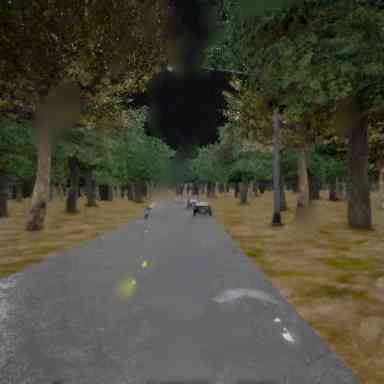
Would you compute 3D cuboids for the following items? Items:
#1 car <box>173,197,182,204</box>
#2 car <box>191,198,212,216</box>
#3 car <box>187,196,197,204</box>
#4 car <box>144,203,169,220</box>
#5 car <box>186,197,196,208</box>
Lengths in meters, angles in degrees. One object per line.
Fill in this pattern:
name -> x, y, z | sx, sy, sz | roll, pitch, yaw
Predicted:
car -> -2.976, 1.764, 70.306 | 1.837, 1.490, 4.892 | 0, 0, 0
car -> 1.061, 1.680, 34.801 | 1.882, 1.535, 5.008 | 0, 0, 0
car -> 0.034, 1.687, 69.187 | 2.128, 1.511, 4.902 | 0, 0, 0
car -> -3.087, 1.701, 29.735 | 1.812, 1.442, 4.674 | 0, 0, 0
car -> 0.142, 1.796, 52.740 | 1.812, 1.442, 4.674 | 0, 0, 0
